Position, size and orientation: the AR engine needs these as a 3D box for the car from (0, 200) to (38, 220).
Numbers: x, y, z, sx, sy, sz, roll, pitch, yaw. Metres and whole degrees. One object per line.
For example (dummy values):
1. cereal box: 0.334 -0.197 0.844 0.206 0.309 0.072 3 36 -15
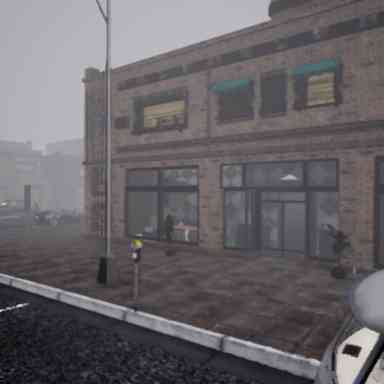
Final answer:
1. car: -17.485 1.719 32.338 2.192 1.841 5.009 0 -1 36

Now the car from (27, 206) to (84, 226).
1. car: -10.725 2.023 27.384 1.947 1.339 4.313 0 -1 36

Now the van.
1. van: 2.424 1.329 1.128 3.998 1.788 1.690 -1 1 36
